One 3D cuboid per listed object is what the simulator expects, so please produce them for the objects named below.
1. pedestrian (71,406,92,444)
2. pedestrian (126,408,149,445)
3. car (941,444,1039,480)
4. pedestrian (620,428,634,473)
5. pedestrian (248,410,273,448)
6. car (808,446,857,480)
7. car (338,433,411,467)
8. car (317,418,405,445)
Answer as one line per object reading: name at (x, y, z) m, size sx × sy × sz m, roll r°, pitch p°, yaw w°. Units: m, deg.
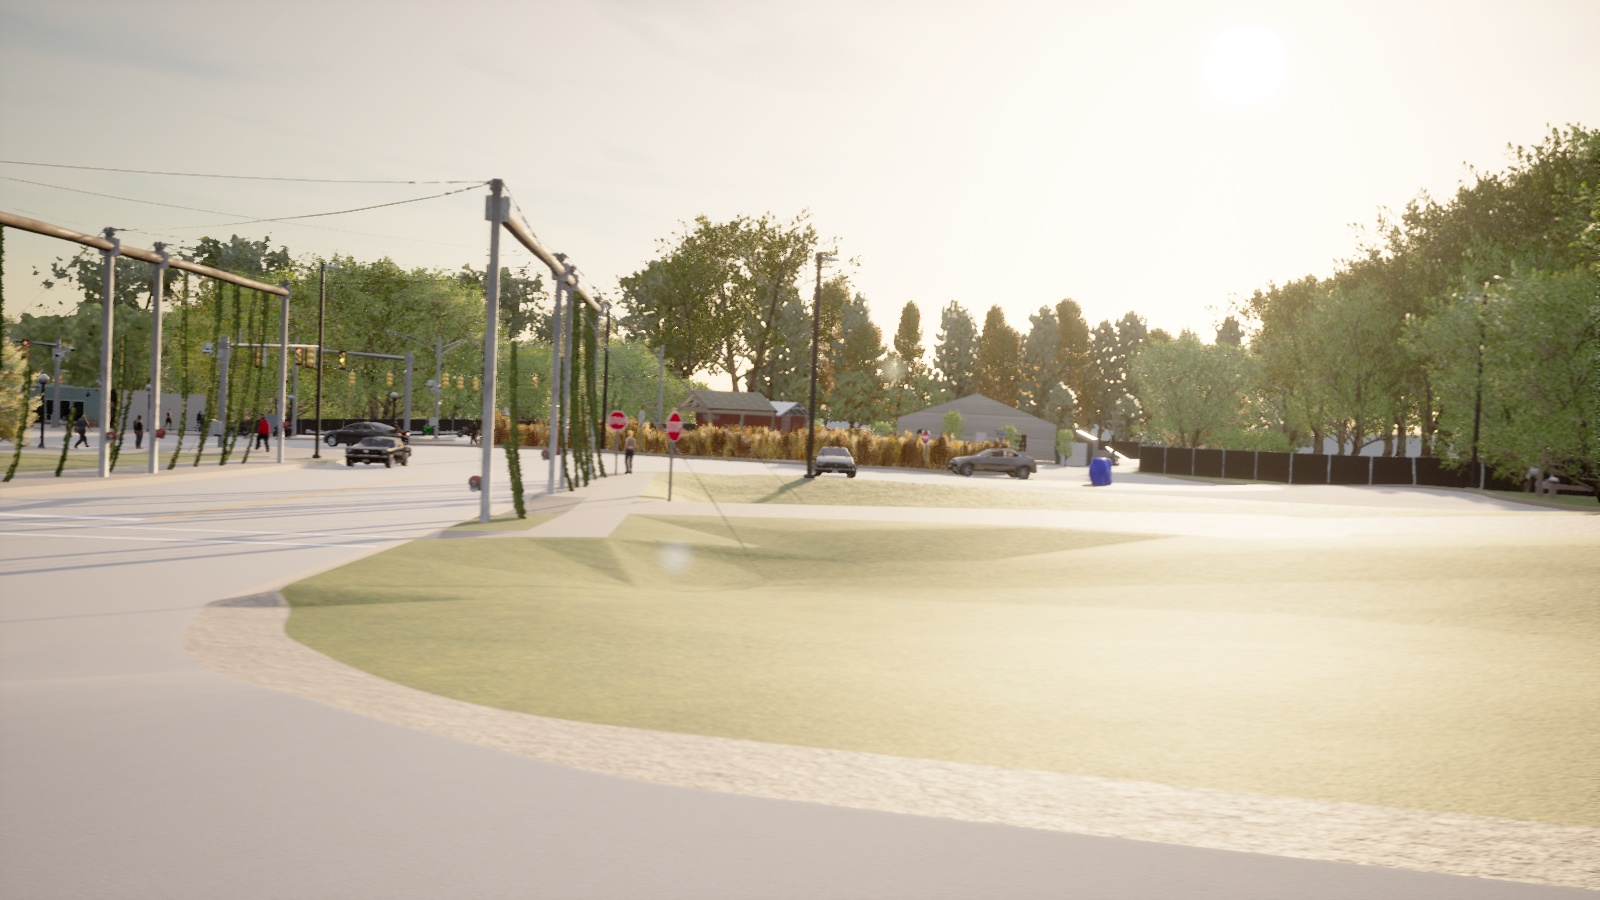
pedestrian at (-36.132, -1.252, 63.174) m, size 0.540 × 1.848 × 0.694 m, roll 4°, pitch 2°, yaw 16°
pedestrian at (-34.947, -1.252, 66.250) m, size 0.849 × 1.883 × 0.563 m, roll 4°, pitch 2°, yaw 13°
car at (10.865, 0.675, 71.926) m, size 5.027 × 1.651 × 2.152 m, roll 3°, pitch 1°, yaw -7°
pedestrian at (-7.175, 0.021, 52.081) m, size 0.345 × 1.836 × 0.594 m, roll 2°, pitch 2°, yaw -26°
pedestrian at (-26.882, -1.046, 62.560) m, size 0.899 × 1.844 × 0.634 m, roll 4°, pitch 2°, yaw 29°
car at (1.494, 0.582, 59.043) m, size 2.033 × 1.411 × 5.357 m, roll 2°, pitch 1°, yaw -1°
car at (-18.542, -0.045, 54.981) m, size 1.895 × 1.301 × 4.718 m, roll 3°, pitch 1°, yaw -5°
car at (-26.241, -1.102, 75.102) m, size 4.892 × 1.490 × 1.837 m, roll 2°, pitch 2°, yaw 19°
